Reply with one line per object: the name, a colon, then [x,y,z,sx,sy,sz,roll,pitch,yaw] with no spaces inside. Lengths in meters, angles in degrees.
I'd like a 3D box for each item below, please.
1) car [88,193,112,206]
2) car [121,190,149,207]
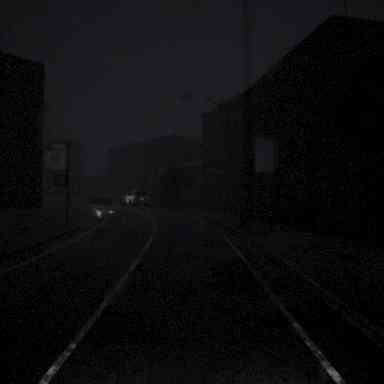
car: [-11.615,0.881,41.953,1.882,1.535,5.008,2,1,-33]
car: [-7.230,0.801,41.810,2.150,2.045,5.566,2,0,-29]
